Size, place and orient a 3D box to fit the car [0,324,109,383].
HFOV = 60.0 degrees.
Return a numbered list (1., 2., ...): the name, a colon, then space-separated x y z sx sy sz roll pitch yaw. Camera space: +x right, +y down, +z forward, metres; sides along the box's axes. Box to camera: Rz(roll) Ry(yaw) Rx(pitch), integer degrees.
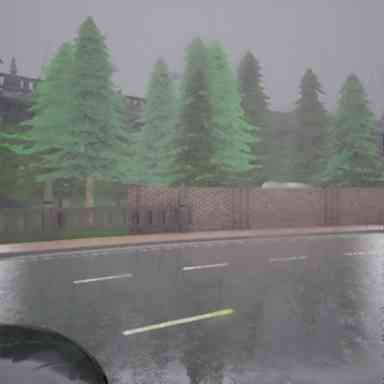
1. car: -2.791 1.499 1.542 4.902 1.511 2.128 0 0 -38
